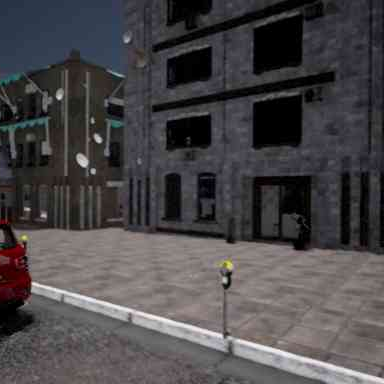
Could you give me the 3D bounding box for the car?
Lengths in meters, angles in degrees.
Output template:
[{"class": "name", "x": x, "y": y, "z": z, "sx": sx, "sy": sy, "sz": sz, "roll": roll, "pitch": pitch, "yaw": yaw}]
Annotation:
[{"class": "car", "x": -5.156, "y": 1.389, "z": 6.489, "sx": 5.009, "sy": 1.841, "sz": 2.192, "roll": -1, "pitch": 1, "yaw": 36}]
